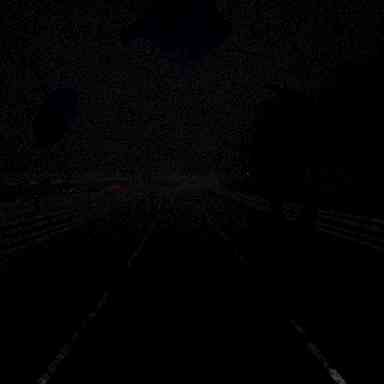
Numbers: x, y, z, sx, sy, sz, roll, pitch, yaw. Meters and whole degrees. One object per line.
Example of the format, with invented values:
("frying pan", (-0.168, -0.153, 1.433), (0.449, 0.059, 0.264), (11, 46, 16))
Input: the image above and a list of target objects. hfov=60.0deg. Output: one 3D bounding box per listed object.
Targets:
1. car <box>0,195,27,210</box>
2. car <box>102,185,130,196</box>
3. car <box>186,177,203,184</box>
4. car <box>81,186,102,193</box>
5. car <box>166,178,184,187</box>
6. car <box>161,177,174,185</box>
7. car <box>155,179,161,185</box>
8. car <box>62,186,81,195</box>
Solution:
("car", (-16.236, 0.957, 28.011), (1.882, 1.535, 5.008), (1, 4, 14))
("car", (-10.803, -0.335, 49.018), (1.882, 1.535, 5.008), (1, 4, 14))
("car", (0.667, -2.963, 93.383), (2.033, 1.411, 5.357), (1, 3, 14))
("car", (-14.195, -0.279, 49.888), (1.994, 1.385, 4.181), (1, 4, 14))
("car", (-3.837, -1.895, 75.965), (1.994, 1.385, 4.181), (1, 3, 14))
("car", (-5.215, -2.724, 84.602), (2.150, 2.045, 5.566), (1, 3, 14))
("car", (-8.109, -2.570, 87.402), (2.128, 1.511, 4.902), (1, 3, 14))
("car", (-17.576, -0.275, 50.793), (1.895, 1.301, 4.718), (1, 4, 14))
